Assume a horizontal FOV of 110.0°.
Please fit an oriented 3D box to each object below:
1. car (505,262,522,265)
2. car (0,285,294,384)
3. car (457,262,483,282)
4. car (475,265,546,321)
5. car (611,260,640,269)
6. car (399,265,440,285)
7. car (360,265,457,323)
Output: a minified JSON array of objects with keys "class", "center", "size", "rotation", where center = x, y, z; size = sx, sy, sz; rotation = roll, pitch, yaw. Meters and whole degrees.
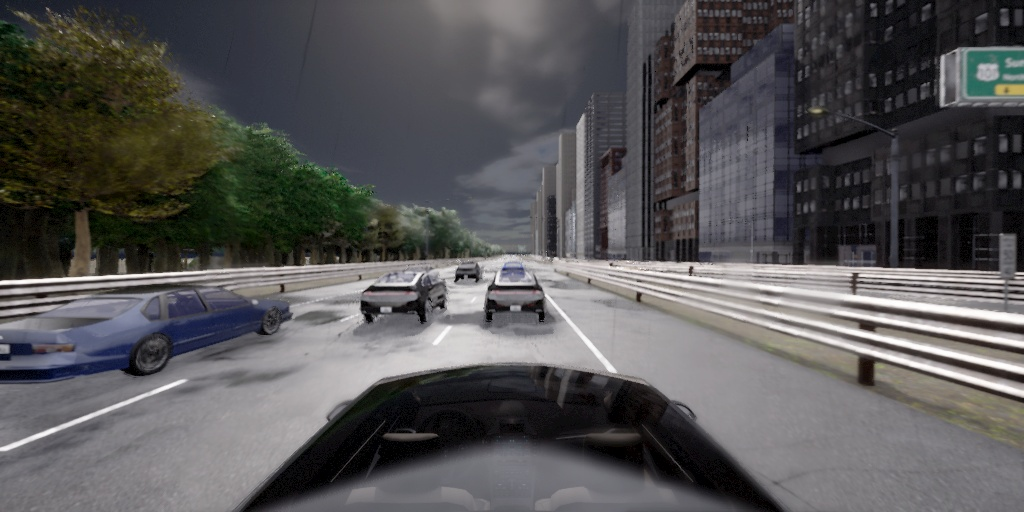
[{"class":"car","center":[0.098,1.230,30.328],"size":[1.882,1.535,5.008],"rotation":[0,0,0]},{"class":"car","center":[-6.899,1.296,7.331],"size":[2.033,1.411,5.357],"rotation":[0,0,0]},{"class":"car","center":[-3.397,1.256,28.768],"size":[1.837,1.490,4.892],"rotation":[0,0,0]},{"class":"car","center":[0.100,1.239,12.374],"size":[2.128,1.511,4.902],"rotation":[0,0,0]},{"class":"car","center":[12.765,1.285,42.053],"size":[1.801,1.575,5.366],"rotation":[0,0,-16]},{"class":"car","center":[-6.902,1.352,27.263],"size":[1.895,1.301,4.718],"rotation":[0,0,0]},{"class":"car","center":[-3.400,1.240,12.111],"size":[2.128,1.511,4.902],"rotation":[0,0,0]}]
